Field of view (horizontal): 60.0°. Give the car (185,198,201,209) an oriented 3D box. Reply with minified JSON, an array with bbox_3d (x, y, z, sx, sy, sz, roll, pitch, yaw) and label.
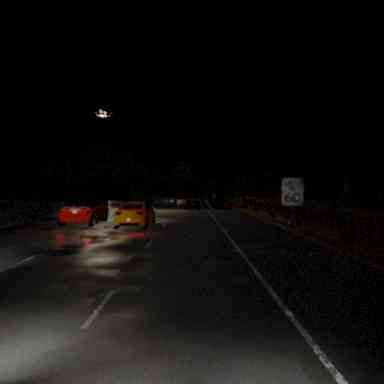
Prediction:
[{"bbox_3d":[0.082,1.478,41.656,1.994,1.385,4.181,0,-2,0],"label":"car"}]

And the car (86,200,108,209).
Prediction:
[{"bbox_3d":[-14.092,1.917,49.558,1.895,1.301,4.718,0,-4,0],"label":"car"}]

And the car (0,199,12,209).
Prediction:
[{"bbox_3d":[-21.109,1.367,35.036,1.895,1.301,4.718,0,-1,0],"label":"car"}]

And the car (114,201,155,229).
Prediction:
[{"bbox_3d":[-3.409,1.312,20.364,1.882,1.535,5.008,0,0,0],"label":"car"}]

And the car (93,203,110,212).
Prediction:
[{"bbox_3d":[-17.536,3.114,64.546,1.882,1.535,5.008,0,-6,0],"label":"car"}]

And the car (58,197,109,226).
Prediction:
[{"bbox_3d":[-6.910,1.177,21.673,2.097,1.767,4.553,0,0,0],"label":"car"}]
